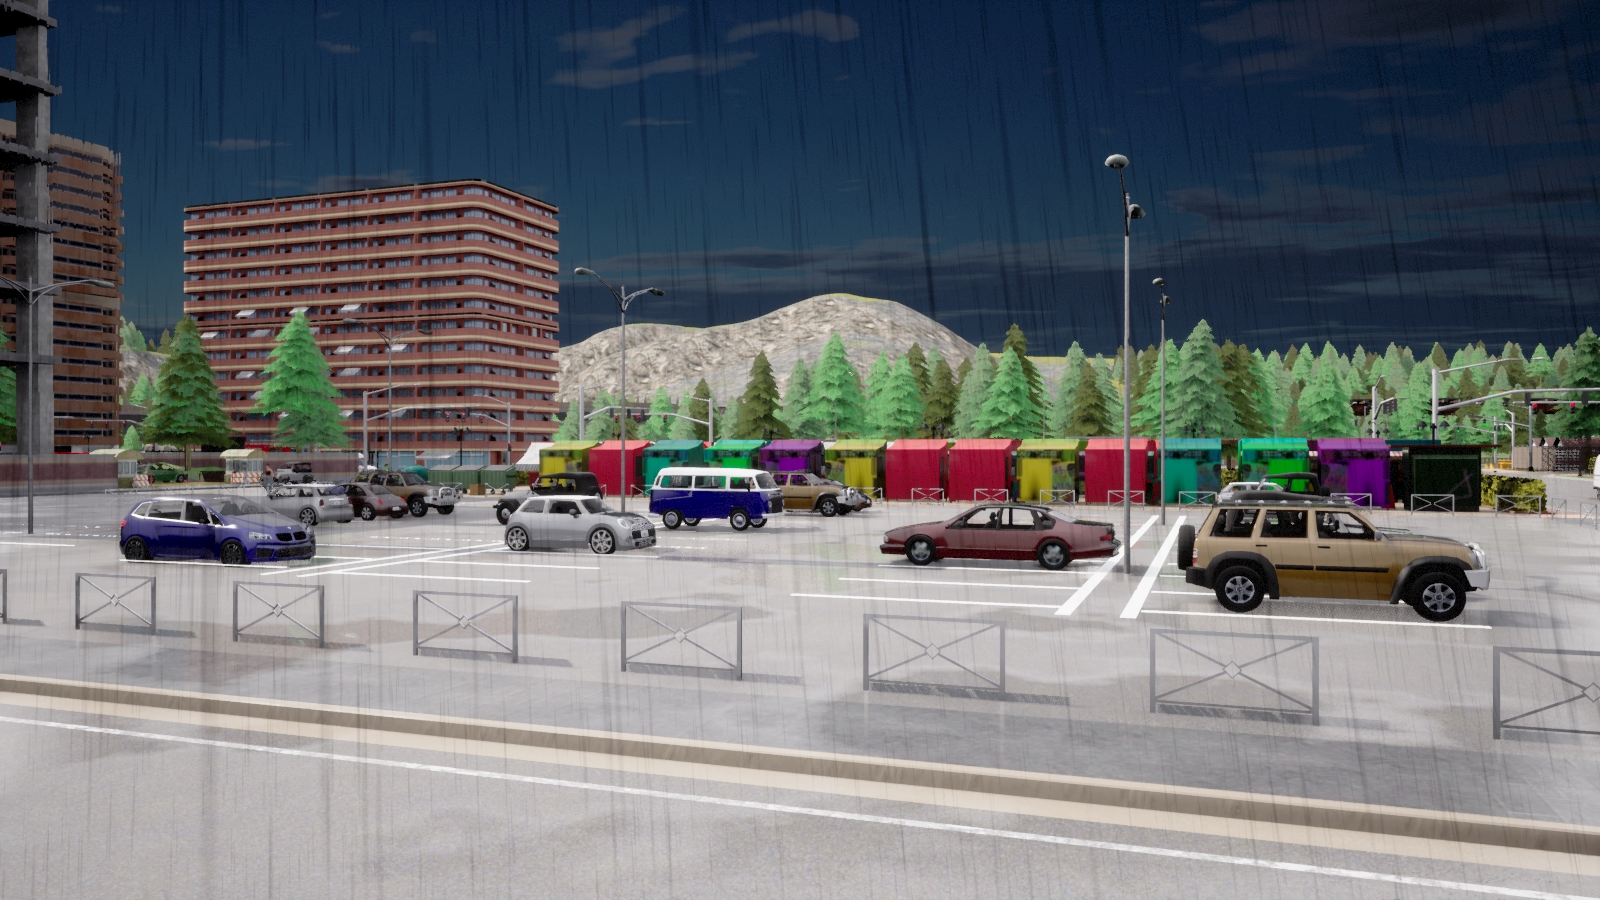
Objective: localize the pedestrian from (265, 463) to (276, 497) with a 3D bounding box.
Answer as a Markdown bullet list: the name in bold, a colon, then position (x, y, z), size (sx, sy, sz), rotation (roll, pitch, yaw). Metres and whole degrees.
- **pedestrian**: position (-29.287, 1.643, 63.181), size (0.375, 1.860, 0.375), rotation (0, 0, 19)

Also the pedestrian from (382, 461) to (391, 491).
- **pedestrian**: position (-26.177, 1.641, 72.345), size (0.375, 1.860, 0.375), rotation (0, 0, 19)

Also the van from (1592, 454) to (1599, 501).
- **van**: position (44.885, 1.534, 61.908), size (1.988, 2.561, 5.915), rotation (0, 0, 22)
